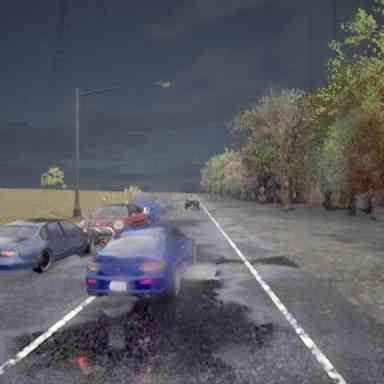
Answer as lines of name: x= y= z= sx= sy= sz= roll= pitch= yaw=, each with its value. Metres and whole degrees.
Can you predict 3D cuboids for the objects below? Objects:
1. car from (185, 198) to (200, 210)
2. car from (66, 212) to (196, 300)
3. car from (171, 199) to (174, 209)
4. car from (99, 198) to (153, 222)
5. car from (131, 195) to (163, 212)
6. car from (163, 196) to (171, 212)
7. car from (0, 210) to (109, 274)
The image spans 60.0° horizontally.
car: x=0.022 y=1.503 z=43.963 sx=1.837 sy=1.490 sz=4.892 roll=0 pitch=0 yaw=0
car: x=-1.034 y=1.505 z=8.354 sx=1.812 sy=1.442 sz=4.674 roll=-2 pitch=1 yaw=8
car: x=-3.626 y=1.349 z=44.675 sx=2.097 sy=1.767 sz=4.553 roll=0 pitch=0 yaw=0
car: x=-3.517 y=1.354 z=15.388 sx=2.097 sy=1.767 sz=4.553 roll=0 pitch=0 yaw=7
car: x=-3.622 y=1.224 z=24.664 sx=2.150 sy=2.045 sz=5.566 roll=0 pitch=0 yaw=-1
car: x=-3.619 y=1.353 z=34.668 sx=2.097 sy=1.767 sz=4.553 roll=0 pitch=0 yaw=0
car: x=-4.760 y=1.550 z=10.640 sx=2.033 sy=1.411 sz=5.357 roll=0 pitch=0 yaw=7
